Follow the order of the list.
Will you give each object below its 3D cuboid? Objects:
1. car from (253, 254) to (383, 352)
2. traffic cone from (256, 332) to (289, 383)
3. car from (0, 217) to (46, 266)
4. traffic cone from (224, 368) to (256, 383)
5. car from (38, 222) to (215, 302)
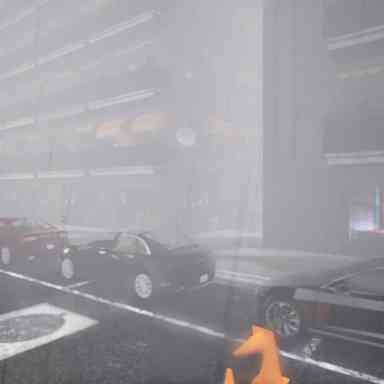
[{"bbox_3d":[3.041,1.566,4.831,4.313,1.339,1.947,0,0,36],"label":"car"},{"bbox_3d":[0.927,1.953,3.927,0.340,0.580,0.340,0,0,35],"label":"traffic cone"},{"bbox_3d":[-6.110,1.519,11.394,4.507,1.381,1.887,0,0,36],"label":"car"},{"bbox_3d":[0.346,1.953,3.114,0.340,0.580,0.340,0,0,36],"label":"traffic cone"},{"bbox_3d":[-1.535,1.538,8.112,4.403,1.369,2.008,0,0,36],"label":"car"}]
